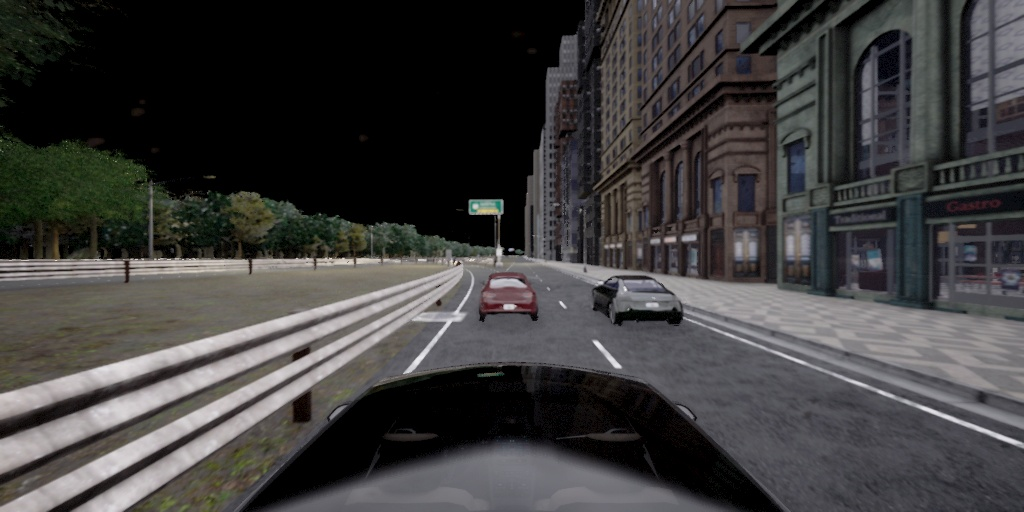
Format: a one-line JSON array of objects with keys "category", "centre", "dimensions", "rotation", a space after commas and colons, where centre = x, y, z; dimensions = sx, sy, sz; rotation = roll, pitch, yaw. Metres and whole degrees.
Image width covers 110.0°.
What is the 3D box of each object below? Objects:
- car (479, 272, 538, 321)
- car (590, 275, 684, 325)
[{"category": "car", "centre": [-0.161, 1.275, 12.445], "dimensions": [1.812, 1.442, 4.674], "rotation": [0, 0, -2]}, {"category": "car", "centre": [3.864, 1.308, 11.761], "dimensions": [1.994, 1.385, 4.181], "rotation": [0, 0, 1]}]
